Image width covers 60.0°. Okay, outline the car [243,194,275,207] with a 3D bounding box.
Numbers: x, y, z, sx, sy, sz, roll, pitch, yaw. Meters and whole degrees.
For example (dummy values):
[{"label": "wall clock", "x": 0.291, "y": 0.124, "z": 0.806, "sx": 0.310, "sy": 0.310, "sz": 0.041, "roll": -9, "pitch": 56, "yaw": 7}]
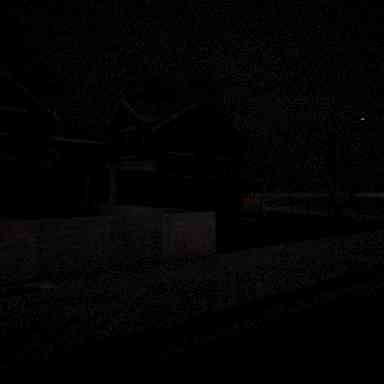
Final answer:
[{"label": "car", "x": 8.467, "y": 1.072, "z": 43.029, "sx": 1.882, "sy": 1.535, "sz": 5.008, "roll": 1, "pitch": 0, "yaw": -36}]
